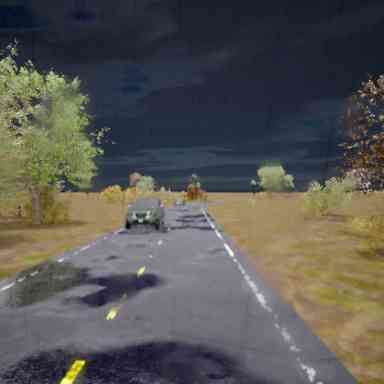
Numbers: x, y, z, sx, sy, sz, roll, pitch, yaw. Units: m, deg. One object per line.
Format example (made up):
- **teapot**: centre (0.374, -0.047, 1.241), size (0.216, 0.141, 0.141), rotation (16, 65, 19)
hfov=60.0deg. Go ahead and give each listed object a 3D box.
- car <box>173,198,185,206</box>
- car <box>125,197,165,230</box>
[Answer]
- **car**: centre (-2.413, 1.978, 63.720), size (2.128, 1.511, 4.902), rotation (0, 0, 5)
- **car**: centre (-3.099, 1.406, 22.900), size (2.150, 2.045, 5.566), rotation (0, 0, 0)
